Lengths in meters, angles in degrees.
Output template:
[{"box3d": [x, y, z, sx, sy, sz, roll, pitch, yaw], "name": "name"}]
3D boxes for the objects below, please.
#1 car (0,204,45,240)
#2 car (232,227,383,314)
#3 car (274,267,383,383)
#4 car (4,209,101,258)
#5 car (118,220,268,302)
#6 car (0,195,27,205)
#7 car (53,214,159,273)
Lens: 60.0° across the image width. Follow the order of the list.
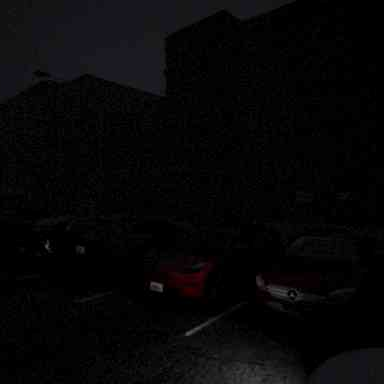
[{"box3d": [-8.010, 1.494, 15.444, 2.163, 1.488, 4.792, 0, 0, 40], "name": "car"}, {"box3d": [2.932, 1.530, 7.067, 2.002, 1.452, 4.674, 0, 0, 36], "name": "car"}, {"box3d": [2.852, 1.527, 1.388, 4.674, 1.442, 1.812, 0, 0, 35], "name": "car"}, {"box3d": [-3.619, 1.481, 11.987, 2.231, 1.521, 4.892, 0, 0, 38], "name": "car"}, {"box3d": [0.714, 1.518, 8.662, 2.163, 1.488, 4.792, 0, 0, 37], "name": "car"}, {"box3d": [-12.212, 1.215, 18.940, 2.435, 2.045, 5.566, 0, 0, 41], "name": "car"}, {"box3d": [-1.431, 1.514, 10.349, 2.163, 1.488, 4.792, 0, 0, 38], "name": "car"}]
